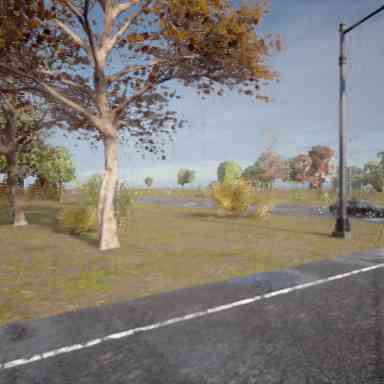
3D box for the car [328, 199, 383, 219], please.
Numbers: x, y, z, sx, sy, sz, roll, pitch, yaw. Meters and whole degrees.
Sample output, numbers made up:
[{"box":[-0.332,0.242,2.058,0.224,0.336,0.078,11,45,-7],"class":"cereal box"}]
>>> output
[{"box":[13.899,1.355,27.784,1.837,1.490,4.892,-1,1,-35],"class":"car"}]
